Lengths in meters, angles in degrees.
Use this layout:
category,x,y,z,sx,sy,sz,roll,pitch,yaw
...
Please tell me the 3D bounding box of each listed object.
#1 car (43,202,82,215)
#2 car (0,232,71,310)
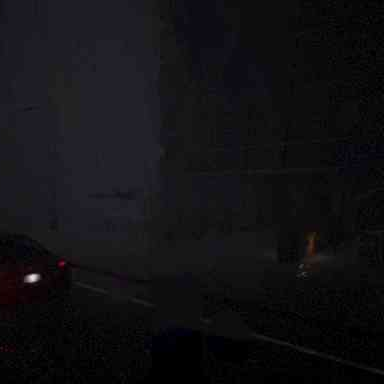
category,x,y,z,sx,sy,sz,roll,pitch,yaw
car,-14.975,1.903,38.551,1.994,1.385,4.181,0,-1,38
car,-4.610,1.617,7.601,4.181,1.385,1.994,0,-1,38
